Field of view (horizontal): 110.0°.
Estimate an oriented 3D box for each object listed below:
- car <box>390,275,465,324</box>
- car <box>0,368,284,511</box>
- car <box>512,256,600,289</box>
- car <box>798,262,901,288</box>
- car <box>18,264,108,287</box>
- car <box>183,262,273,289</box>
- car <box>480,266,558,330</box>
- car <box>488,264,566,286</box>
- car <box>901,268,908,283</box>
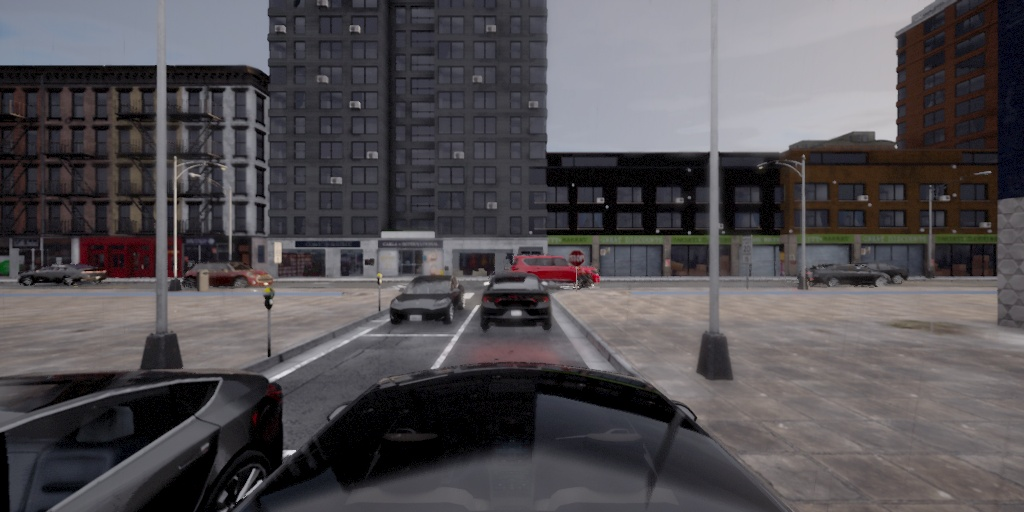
[{"bbox_3d":[-2.640,1.332,12.011,1.948,1.339,4.313,0,0,0],"label":"car"},{"bbox_3d":[-2.638,1.315,1.107,1.948,1.339,4.313,0,0,0],"label":"car"},{"bbox_3d":[2.626,0.997,22.611,5.566,2.045,2.150,0,0,0],"label":"car"},{"bbox_3d":[20.911,1.245,22.608,4.892,1.490,1.837,0,0,0],"label":"car"},{"bbox_3d":[-31.962,1.354,25.567,4.902,1.511,2.128,0,0,0],"label":"car"},{"bbox_3d":[-17.757,1.178,22.616,4.553,1.767,2.097,0,0,0],"label":"car"},{"bbox_3d":[0.117,1.242,11.141,1.882,1.535,5.008,0,0,0],"label":"car"},{"bbox_3d":[1.044,1.323,25.563,5.357,1.411,2.033,0,0,0],"label":"car"},{"bbox_3d":[25.077,1.207,25.556,5.008,1.535,1.882,0,0,0],"label":"car"}]
